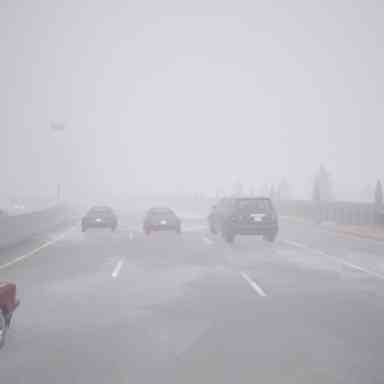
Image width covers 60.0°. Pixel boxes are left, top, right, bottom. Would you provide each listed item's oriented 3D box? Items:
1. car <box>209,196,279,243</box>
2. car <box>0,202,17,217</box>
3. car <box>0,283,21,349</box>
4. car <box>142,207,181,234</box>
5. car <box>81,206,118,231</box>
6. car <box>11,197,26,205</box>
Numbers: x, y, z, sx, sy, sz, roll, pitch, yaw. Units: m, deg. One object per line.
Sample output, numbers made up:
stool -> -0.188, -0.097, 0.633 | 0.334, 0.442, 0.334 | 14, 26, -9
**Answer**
car -> 2.293, 1.190, 16.109 | 2.150, 2.045, 5.566 | 0, 0, -8
car -> -12.895, 1.579, 20.557 | 2.033, 1.411, 5.357 | 0, 0, -12
car -> -3.555, 1.613, 3.058 | 1.895, 1.301, 4.718 | 0, 0, -1
car -> -1.837, 1.547, 19.284 | 1.994, 1.385, 4.181 | 0, 0, -10
car -> -5.661, 1.562, 20.744 | 1.994, 1.385, 4.181 | 0, 0, -11
car -> -30.266, 1.560, 57.840 | 2.128, 1.511, 4.902 | 0, 0, -37
